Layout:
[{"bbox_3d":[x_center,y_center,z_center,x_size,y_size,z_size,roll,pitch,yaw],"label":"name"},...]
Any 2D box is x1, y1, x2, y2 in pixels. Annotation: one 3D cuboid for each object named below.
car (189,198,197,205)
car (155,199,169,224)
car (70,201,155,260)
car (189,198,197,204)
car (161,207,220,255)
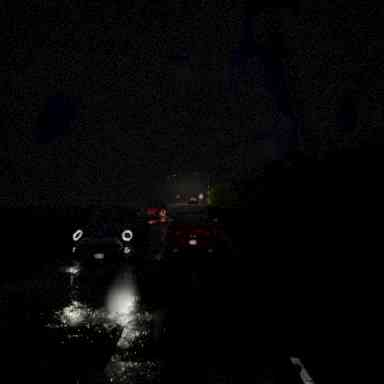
[{"bbox_3d":[0.227,2.259,75.209,1.994,1.385,4.181,0,-1,0],"label":"car"},{"bbox_3d":[-2.722,1.435,24.628,2.097,1.767,4.553,0,0,1],"label":"car"},{"bbox_3d":[-2.807,1.363,12.345,2.097,1.767,4.553,0,0,0],"label":"car"},{"bbox_3d":[0.260,2.207,85.206,2.033,1.411,5.357,0,-1,0],"label":"car"},{"bbox_3d":[0.036,1.500,13.358,1.882,1.535,5.008,0,0,0],"label":"car"}]
